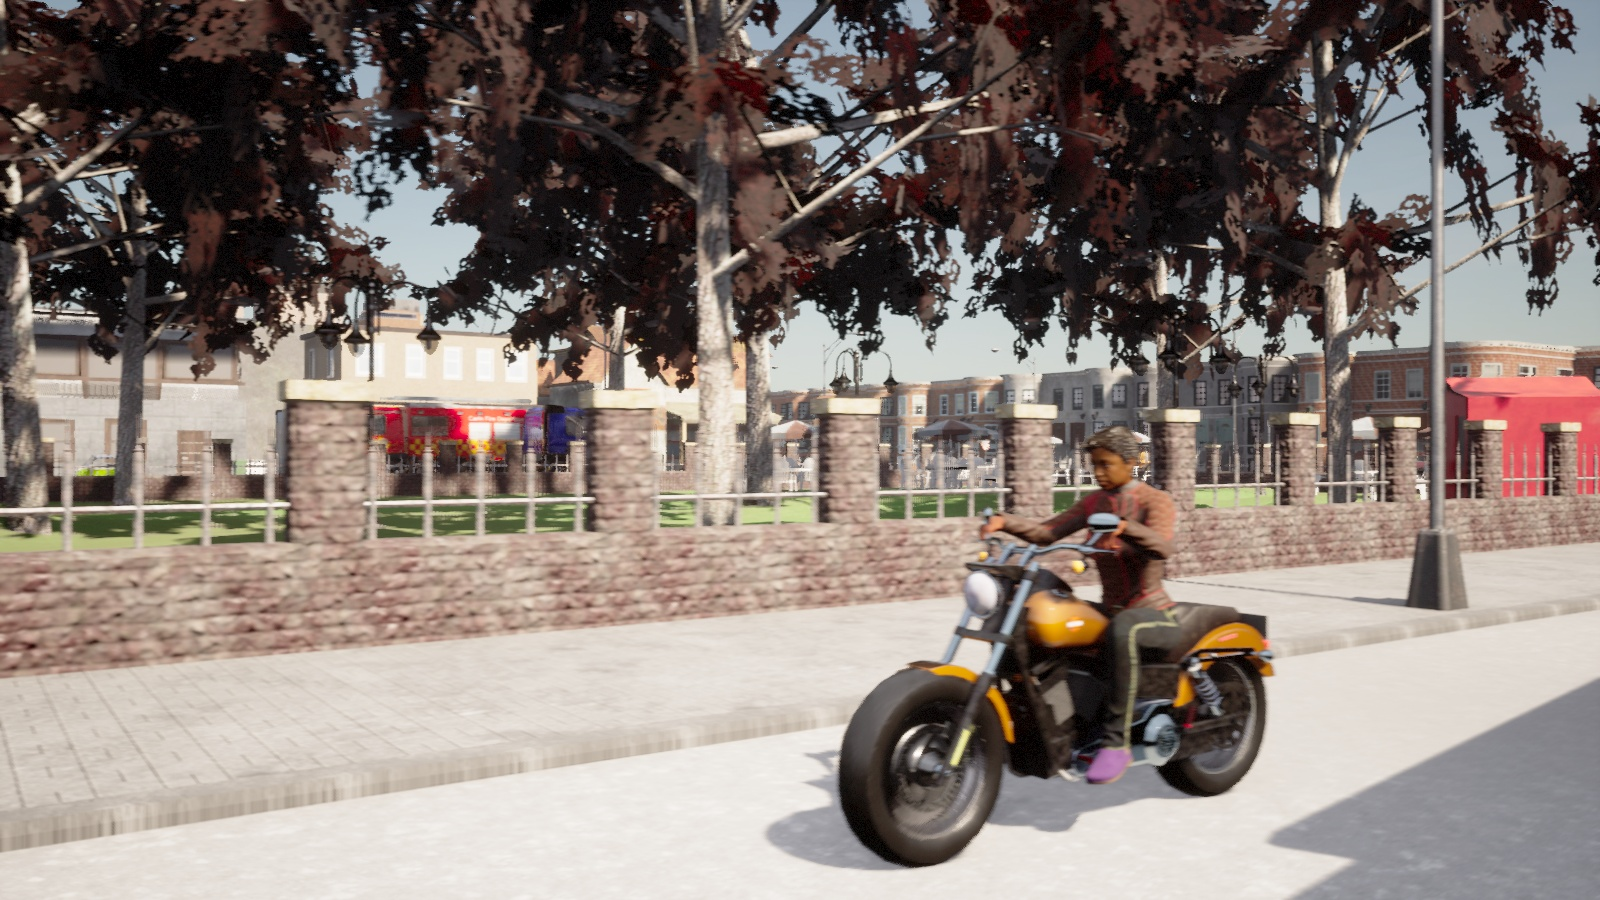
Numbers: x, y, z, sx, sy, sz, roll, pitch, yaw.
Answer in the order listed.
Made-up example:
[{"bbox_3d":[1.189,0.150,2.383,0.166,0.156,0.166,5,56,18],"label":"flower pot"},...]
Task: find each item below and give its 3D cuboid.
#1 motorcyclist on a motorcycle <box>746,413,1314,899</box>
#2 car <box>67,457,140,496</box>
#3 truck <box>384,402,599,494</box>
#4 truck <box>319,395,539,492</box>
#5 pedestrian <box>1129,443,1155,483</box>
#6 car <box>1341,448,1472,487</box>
[{"bbox_3d":[0.989,0.705,4.958,2.350,1.649,0.766,0,0,-35],"label":"motorcyclist on a motorcycle"},{"bbox_3d":[-25.734,0.968,46.399,2.207,1.376,1.481,0,0,-35],"label":"car"},{"bbox_3d":[-12.405,-0.086,50.802,7.936,3.462,2.891,0,0,-35],"label":"truck"},{"bbox_3d":[-15.672,-0.256,53.399,8.468,3.827,2.891,0,0,-35],"label":"truck"},{"bbox_3d":[16.221,0.617,59.521,0.874,1.855,0.900,0,0,-13],"label":"pedestrian"},{"bbox_3d":[26.694,0.754,55.415,2.033,1.649,4.856,0,0,-35],"label":"car"}]
